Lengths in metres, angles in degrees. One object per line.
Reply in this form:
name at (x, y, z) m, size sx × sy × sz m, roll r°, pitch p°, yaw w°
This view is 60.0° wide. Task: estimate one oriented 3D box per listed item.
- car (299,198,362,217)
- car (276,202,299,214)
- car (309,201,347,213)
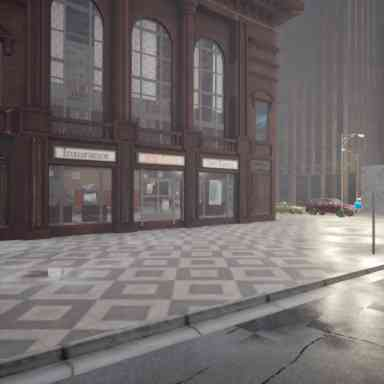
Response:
car at (13.884, 1.524, 33.570) m, size 2.192 × 1.841 × 5.009 m, roll 0°, pitch 0°, yaw -35°
car at (10.737, 1.800, 38.023) m, size 1.752 × 1.417 × 4.829 m, roll 0°, pitch 0°, yaw -35°
car at (17.595, 1.900, 43.091) m, size 1.802 × 1.307 × 4.206 m, roll -1°, pitch 0°, yaw -35°
